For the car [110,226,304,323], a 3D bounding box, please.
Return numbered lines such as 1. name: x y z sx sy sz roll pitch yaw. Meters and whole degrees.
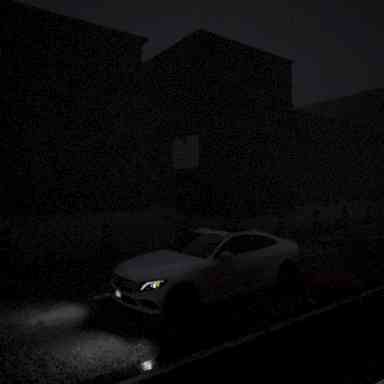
1. car: 0.560 1.517 7.306 4.674 1.442 1.812 0 0 -37
